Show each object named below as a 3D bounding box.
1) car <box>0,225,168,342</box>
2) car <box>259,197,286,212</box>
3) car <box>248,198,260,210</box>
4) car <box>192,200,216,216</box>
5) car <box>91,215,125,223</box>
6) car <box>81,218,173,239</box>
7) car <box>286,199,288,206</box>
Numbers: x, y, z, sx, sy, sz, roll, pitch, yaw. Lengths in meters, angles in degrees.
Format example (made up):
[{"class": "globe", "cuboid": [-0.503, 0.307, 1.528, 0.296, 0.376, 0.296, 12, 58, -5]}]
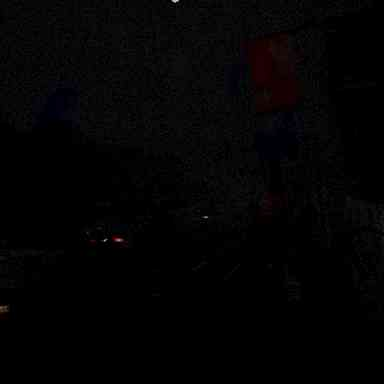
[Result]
[{"class": "car", "cuboid": [-2.655, 1.826, 7.418, 2.033, 1.411, 5.357, -5, -2, 20]}, {"class": "car", "cuboid": [10.477, 1.534, 43.031, 2.097, 1.767, 4.553, -5, -1, 20]}, {"class": "car", "cuboid": [9.818, 1.766, 50.605, 2.097, 1.767, 4.553, -5, -2, 20]}, {"class": "car", "cuboid": [1.832, 2.230, 47.994, 2.150, 2.045, 5.566, -5, -2, 20]}, {"class": "car", "cuboid": [-6.487, 2.615, 25.659, 2.128, 1.511, 4.902, -5, -2, 20]}, {"class": "car", "cuboid": [-2.805, 2.100, 16.354, 2.033, 1.411, 5.357, -5, -2, 20]}, {"class": "car", "cuboid": [14.518, 1.602, 53.945, 1.837, 1.490, 4.892, -5, -1, 20]}]
